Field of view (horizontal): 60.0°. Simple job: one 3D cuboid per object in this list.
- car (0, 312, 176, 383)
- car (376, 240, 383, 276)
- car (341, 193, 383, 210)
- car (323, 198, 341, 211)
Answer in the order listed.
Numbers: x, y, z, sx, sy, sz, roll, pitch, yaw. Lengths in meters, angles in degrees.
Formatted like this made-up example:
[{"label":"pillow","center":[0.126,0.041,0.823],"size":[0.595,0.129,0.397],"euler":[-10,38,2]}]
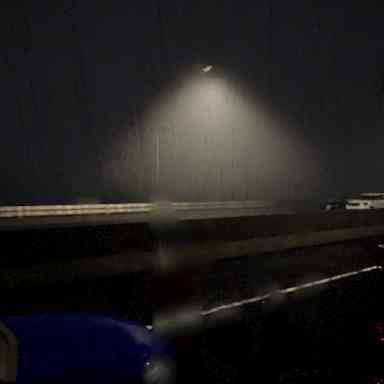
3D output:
[{"label":"car","center":[-2.304,1.527,2.228],"size":[4.674,1.442,1.812],"euler":[0,0,-35]},{"label":"car","center":[6.647,1.474,8.566],"size":[4.902,1.511,2.128],"euler":[0,0,-35]},{"label":"car","center":[17.837,1.161,33.454],"size":[5.566,2.045,2.150],"euler":[0,0,-34]},{"label":"car","center":[16.554,1.429,36.807],"size":[4.902,1.511,2.128],"euler":[0,0,-34]}]
